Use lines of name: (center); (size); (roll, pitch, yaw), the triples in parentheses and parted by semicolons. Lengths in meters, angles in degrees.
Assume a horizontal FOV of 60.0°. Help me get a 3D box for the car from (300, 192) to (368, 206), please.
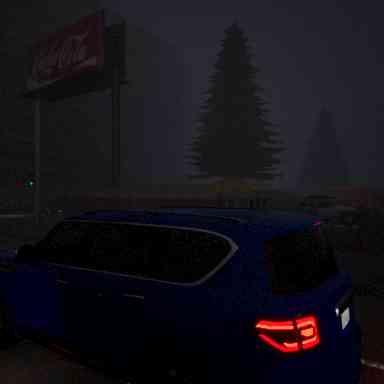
car: (9.169, 1.149, 22.010); (3.866, 1.878, 1.905); (0, 0, 35)

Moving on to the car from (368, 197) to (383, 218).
car: (11.109, 1.338, 24.067); (4.193, 1.474, 1.816); (0, 0, 35)

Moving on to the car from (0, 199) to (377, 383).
car: (-0.795, 1.221, 4.566); (5.566, 2.045, 2.150); (0, 0, 36)

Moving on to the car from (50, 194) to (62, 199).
car: (-13.986, 1.222, 36.249); (2.150, 2.045, 5.566); (0, 0, 35)

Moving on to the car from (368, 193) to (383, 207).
car: (26.613, 1.285, 47.798); (3.988, 1.617, 1.851); (0, 0, 35)
